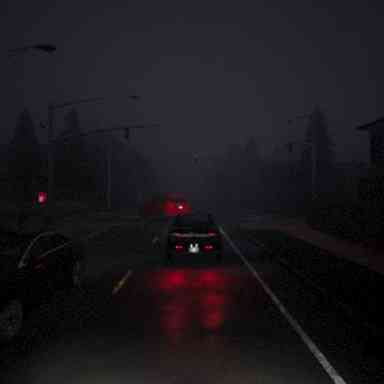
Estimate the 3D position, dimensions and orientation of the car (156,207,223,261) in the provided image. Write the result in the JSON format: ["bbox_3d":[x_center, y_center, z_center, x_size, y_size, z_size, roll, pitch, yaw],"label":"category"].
[{"bbox_3d":[0.071,1.511,12.326,2.128,1.511,4.902,0,0,0],"label":"car"}]

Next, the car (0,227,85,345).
[{"bbox_3d":[-3.584,1.502,6.435,2.128,1.511,4.902,0,0,0],"label":"car"}]

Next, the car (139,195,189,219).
[{"bbox_3d":[-2.374,1.268,27.761,2.150,2.045,5.566,2,-1,-34],"label":"car"}]
